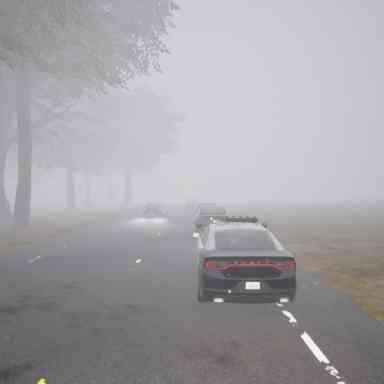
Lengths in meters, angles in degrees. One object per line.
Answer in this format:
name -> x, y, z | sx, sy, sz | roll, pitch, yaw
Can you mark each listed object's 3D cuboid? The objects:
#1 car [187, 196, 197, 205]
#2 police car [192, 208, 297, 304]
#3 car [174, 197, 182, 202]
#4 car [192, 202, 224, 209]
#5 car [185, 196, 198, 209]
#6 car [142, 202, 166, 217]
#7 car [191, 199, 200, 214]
car -> 0.037, 1.576, 63.656 | 1.882, 1.535, 5.008 | 0, 0, 0
police car -> 1.057, 1.423, 8.364 | 1.930, 1.638, 5.238 | 0, 0, 0
car -> -3.452, 1.827, 84.137 | 1.895, 1.301, 4.718 | 0, 0, 0
car -> 1.062, 1.505, 18.256 | 1.837, 1.490, 4.892 | 0, 0, 0
car -> 0.053, 1.579, 45.925 | 2.033, 1.411, 5.357 | 0, 0, 0
car -> -3.580, 1.608, 31.893 | 1.895, 1.301, 4.718 | 0, 0, 0
car -> 1.065, 1.508, 24.258 | 1.837, 1.490, 4.892 | 0, 0, 0
